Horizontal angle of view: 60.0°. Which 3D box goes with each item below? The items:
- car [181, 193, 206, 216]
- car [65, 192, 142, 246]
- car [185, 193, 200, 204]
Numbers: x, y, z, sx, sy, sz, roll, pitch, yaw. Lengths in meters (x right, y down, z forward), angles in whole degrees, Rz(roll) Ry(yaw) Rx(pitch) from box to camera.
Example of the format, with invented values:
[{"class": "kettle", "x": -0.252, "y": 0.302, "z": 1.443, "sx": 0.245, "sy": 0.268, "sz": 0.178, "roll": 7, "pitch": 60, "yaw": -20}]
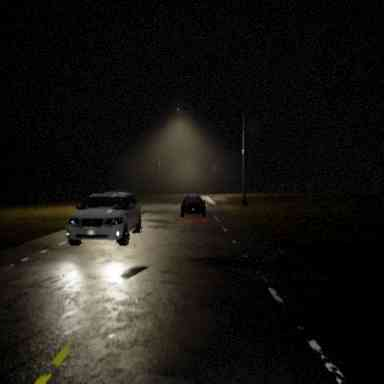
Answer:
[{"class": "car", "x": 0.096, "y": 1.079, "z": 26.968, "sx": 1.882, "sy": 1.535, "sz": 5.008, "roll": 0, "pitch": 1, "yaw": 0}, {"class": "car", "x": -3.586, "y": 1.038, "z": 14.601, "sx": 2.150, "sy": 2.045, "sz": 5.566, "roll": 0, "pitch": 1, "yaw": 0}, {"class": "car", "x": 0.106, "y": 0.830, "z": 45.578, "sx": 1.994, "sy": 1.385, "sz": 4.181, "roll": 0, "pitch": 1, "yaw": 0}]
